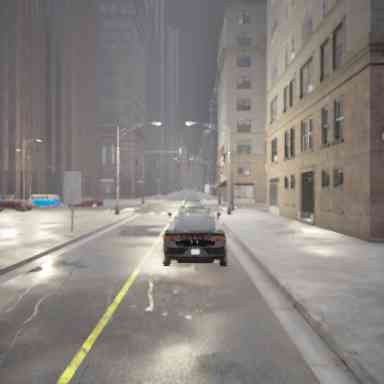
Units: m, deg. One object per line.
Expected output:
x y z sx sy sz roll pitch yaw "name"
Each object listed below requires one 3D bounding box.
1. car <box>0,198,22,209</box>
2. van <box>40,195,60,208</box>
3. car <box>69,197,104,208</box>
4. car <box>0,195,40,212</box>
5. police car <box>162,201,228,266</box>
-25.297 1.565 44.349 4.206 1.307 1.802 -1 1 0 "car"
-19.675 1.256 44.333 3.998 1.788 1.690 -1 1 0 "van"
-14.049 1.392 44.324 4.507 1.381 1.887 -1 1 0 "car"
-19.685 1.254 35.807 5.009 1.841 2.192 -1 1 0 "car"
0.084 1.340 11.369 1.930 1.638 5.238 0 1 0 "police car"
